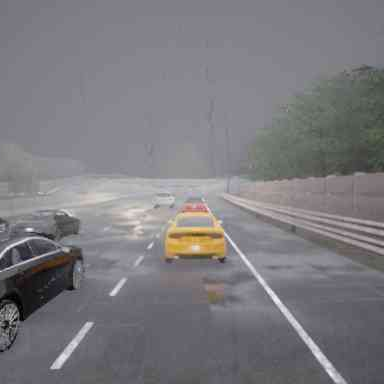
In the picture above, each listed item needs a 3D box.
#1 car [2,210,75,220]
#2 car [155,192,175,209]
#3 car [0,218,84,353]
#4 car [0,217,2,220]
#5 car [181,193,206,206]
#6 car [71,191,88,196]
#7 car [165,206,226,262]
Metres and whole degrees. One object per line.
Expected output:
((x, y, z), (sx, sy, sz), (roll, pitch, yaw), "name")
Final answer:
((-6.870, 1.558, 16.078), (1.994, 1.385, 4.181), (0, 0, 0), "car")
((-3.322, 0.943, 41.259), (2.150, 2.045, 5.566), (0, 1, 0), "car")
((-3.496, 1.491, 6.085), (2.128, 1.511, 4.902), (0, 0, 0), "car")
((-10.373, 1.500, 15.243), (1.837, 1.490, 4.892), (0, 0, 0), "car")
((0.199, 1.245, 30.139), (2.097, 1.767, 4.553), (0, 1, 0), "car")
((-20.631, 0.667, 60.981), (2.097, 1.767, 4.553), (0, 1, 1), "car")
((0.119, 1.476, 12.135), (1.882, 1.535, 5.008), (0, 0, 0), "car")
